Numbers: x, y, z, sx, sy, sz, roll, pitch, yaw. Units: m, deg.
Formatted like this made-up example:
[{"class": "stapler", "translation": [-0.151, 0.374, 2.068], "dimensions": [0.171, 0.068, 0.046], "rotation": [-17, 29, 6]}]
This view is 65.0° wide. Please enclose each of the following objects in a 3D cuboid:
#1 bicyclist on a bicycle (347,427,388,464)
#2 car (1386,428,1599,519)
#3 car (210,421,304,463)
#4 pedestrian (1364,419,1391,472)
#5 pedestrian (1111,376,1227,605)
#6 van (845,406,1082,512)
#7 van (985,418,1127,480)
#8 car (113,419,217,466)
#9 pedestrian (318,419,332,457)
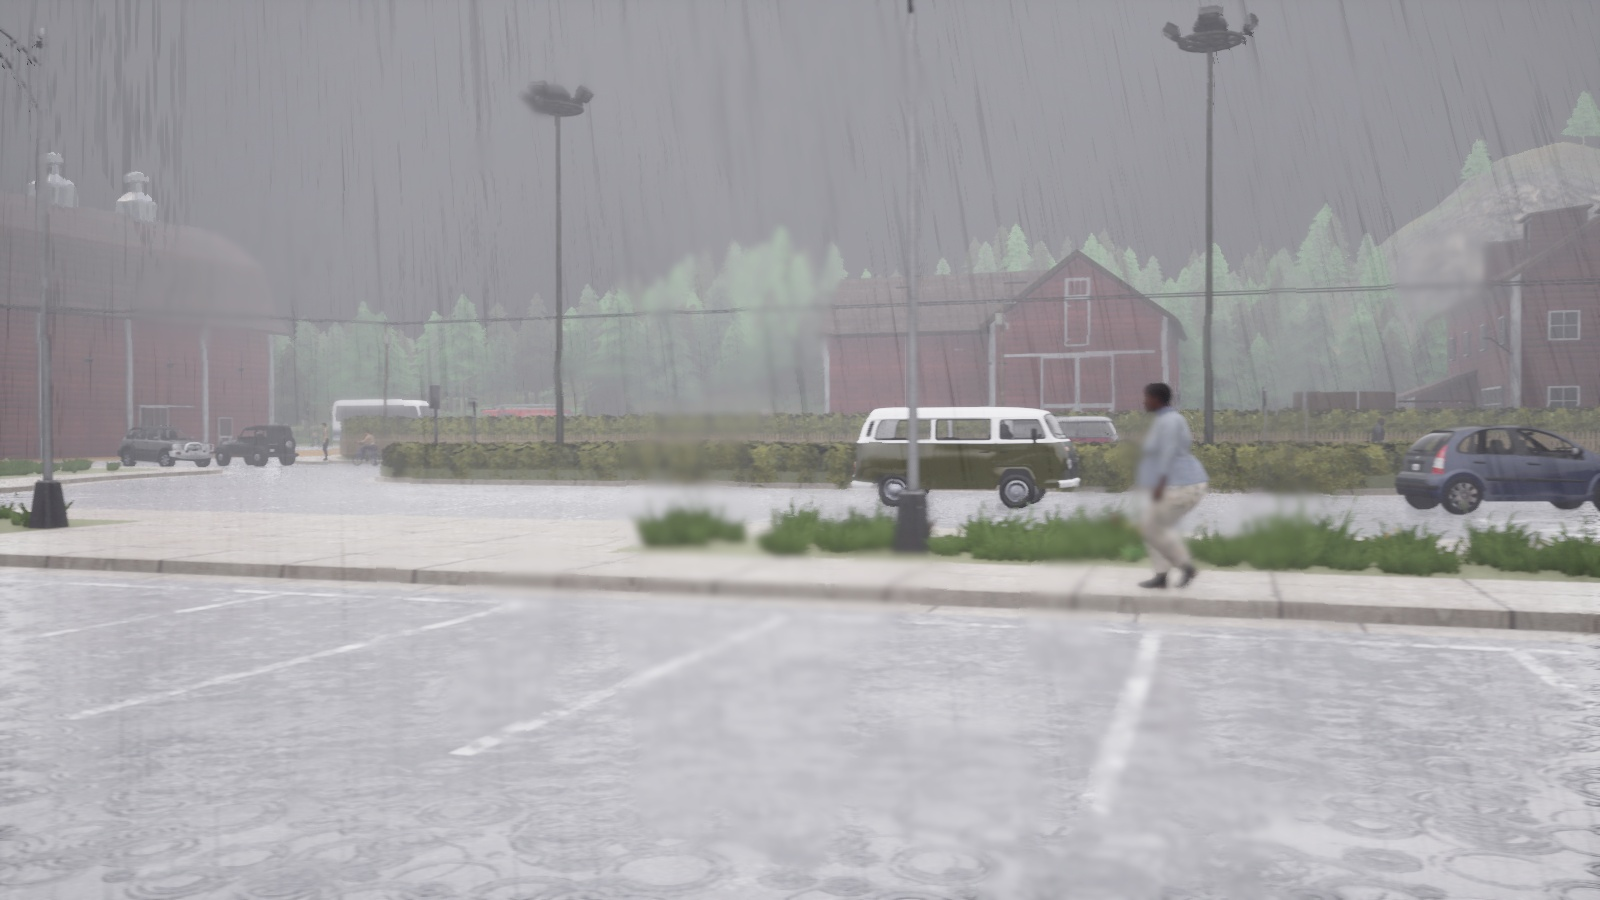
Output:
[{"class": "bicyclist on a bicycle", "translation": [-19.133, -0.199, 55.569], "dimensions": [1.509, 1.612, 0.866], "rotation": [1, 1, 20]}, {"class": "car", "translation": [13.310, 0.401, 23.327], "dimensions": [3.988, 1.617, 1.851], "rotation": [0, 1, 2]}, {"class": "car", "translation": [-25.011, -0.399, 57.826], "dimensions": [3.866, 1.878, 1.905], "rotation": [1, 1, 25]}, {"class": "pedestrian", "translation": [20.920, -0.168, 45.493], "dimensions": [0.849, 1.883, 0.563], "rotation": [1, 1, 21]}, {"class": "pedestrian", "translation": [3.166, 0.322, 10.743], "dimensions": [0.900, 1.855, 0.874], "rotation": [1, 1, 19]}, {"class": "van", "translation": [3.366, 0.155, 25.676], "dimensions": [4.480, 2.038, 2.069], "rotation": [0, 1, 19]}, {"class": "van", "translation": [8.594, -0.064, 42.148], "dimensions": [4.442, 1.987, 1.775], "rotation": [1, 1, 19]}, {"class": "car", "translation": [-27.941, -0.355, 55.228], "dimensions": [4.605, 1.855, 1.932], "rotation": [3, 2, 32]}, {"class": "pedestrian", "translation": [-22.926, -0.576, 60.670], "dimensions": [0.594, 1.836, 0.345], "rotation": [0, 1, -13]}]
